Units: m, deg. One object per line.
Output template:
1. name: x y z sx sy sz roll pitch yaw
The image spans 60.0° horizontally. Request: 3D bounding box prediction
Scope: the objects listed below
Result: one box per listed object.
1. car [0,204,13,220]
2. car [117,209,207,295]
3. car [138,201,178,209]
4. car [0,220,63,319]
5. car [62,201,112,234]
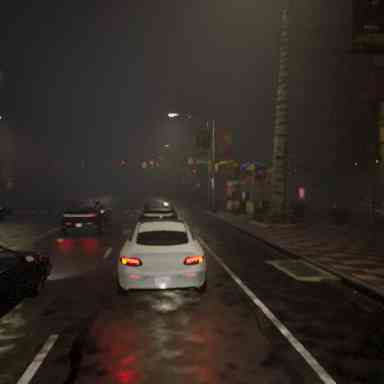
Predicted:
1. car: -12.778 1.312 20.223 1.895 1.301 4.718 0 1 -7
2. car: -0.745 1.386 8.258 1.812 1.442 4.674 0 1 -6
3. car: -1.764 1.201 17.359 2.128 1.511 4.902 0 1 -7
4. car: -3.819 1.460 5.029 2.033 1.411 5.357 0 1 -6
5. car: -5.248 1.205 16.999 2.128 1.511 4.902 0 1 -7
